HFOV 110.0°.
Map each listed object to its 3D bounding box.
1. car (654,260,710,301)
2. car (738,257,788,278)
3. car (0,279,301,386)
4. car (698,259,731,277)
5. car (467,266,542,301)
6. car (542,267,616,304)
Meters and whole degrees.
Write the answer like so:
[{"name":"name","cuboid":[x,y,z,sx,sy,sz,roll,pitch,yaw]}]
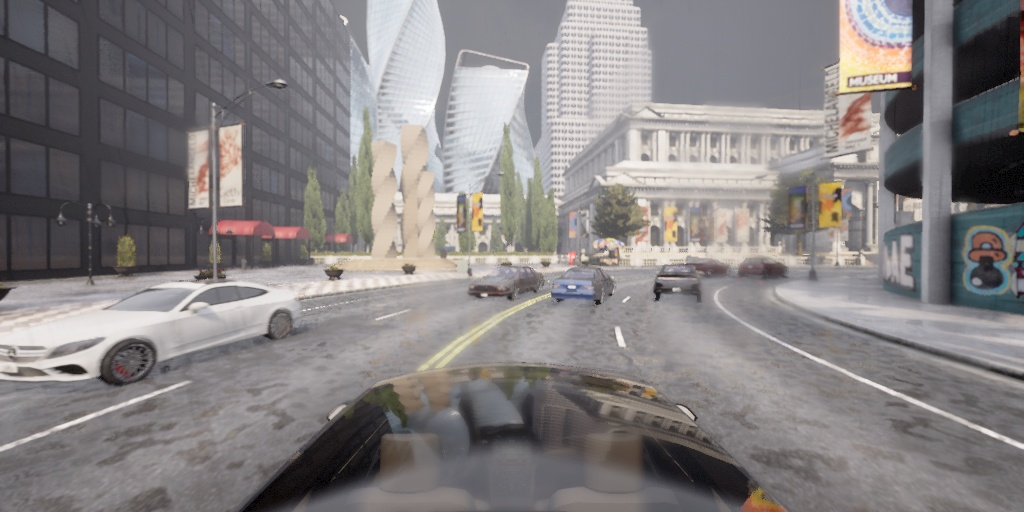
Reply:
[{"name":"car","cuboid":[7.734,1.123,16.587,2.128,1.511,4.902,0,0,27]},{"name":"car","cuboid":[21.162,0.881,30.161,4.553,1.767,2.097,0,1,-31]},{"name":"car","cuboid":[-6.417,1.225,7.137,1.812,1.442,4.674,0,0,10]},{"name":"car","cuboid":[17.597,0.988,32.100,5.008,1.535,1.882,0,0,-33]},{"name":"car","cuboid":[-0.039,1.171,16.926,2.033,1.411,5.357,0,0,24]},{"name":"car","cuboid":[3.260,1.184,15.619,2.033,1.411,5.357,0,1,24]}]
